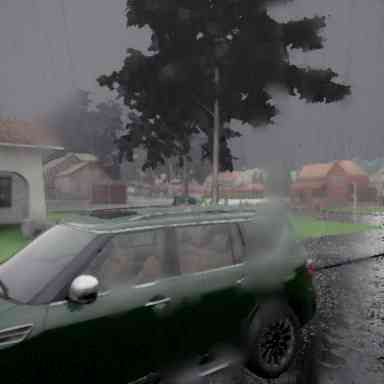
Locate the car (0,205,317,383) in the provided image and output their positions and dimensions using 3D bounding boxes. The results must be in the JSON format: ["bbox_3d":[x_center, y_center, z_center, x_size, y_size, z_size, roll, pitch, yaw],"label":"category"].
[{"bbox_3d":[-0.820,1.227,4.004,5.566,2.045,2.150,0,0,-35],"label":"car"}]
